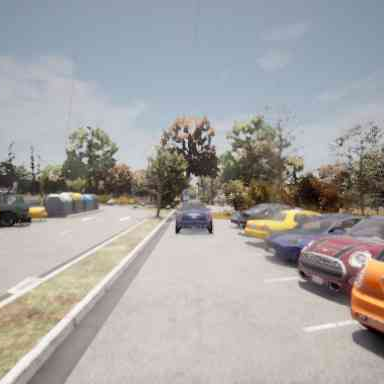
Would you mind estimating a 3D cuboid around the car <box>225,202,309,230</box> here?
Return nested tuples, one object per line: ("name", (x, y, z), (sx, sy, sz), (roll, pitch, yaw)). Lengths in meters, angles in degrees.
("car", (4.857, 1.495, 21.636), (4.892, 1.521, 2.231), (1, 0, -20))

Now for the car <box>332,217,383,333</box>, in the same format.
("car", (4.801, 1.362, 5.082), (4.553, 1.767, 2.185), (1, 0, -20))

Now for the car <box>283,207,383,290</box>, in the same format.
("car", (4.865, 1.364, 8.073), (4.553, 1.767, 2.185), (1, 0, -20))

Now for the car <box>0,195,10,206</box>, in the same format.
("car", (-33.364, 1.552, 57.877), (2.185, 1.767, 4.553), (1, -3, -19))

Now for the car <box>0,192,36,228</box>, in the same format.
("car", (-13.313, 1.215, 21.159), (5.566, 2.045, 2.435), (-1, 0, -20))

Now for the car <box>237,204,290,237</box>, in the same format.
("car", (5.014, 1.492, 14.917), (5.366, 1.575, 1.946), (1, 0, -20))

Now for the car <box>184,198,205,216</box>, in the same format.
("car", (0.327, 1.441, 33.810), (1.882, 1.535, 5.008), (0, 0, 3))

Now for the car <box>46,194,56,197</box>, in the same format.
("car", (-24.308, 1.425, 57.745), (2.435, 2.045, 5.566), (1, -3, -19))

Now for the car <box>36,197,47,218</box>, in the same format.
("car", (-13.447, 1.453, 24.134), (5.366, 1.575, 1.946), (-1, 1, -20))

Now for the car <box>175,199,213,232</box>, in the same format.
("car", (0.121, 1.363, 20.120), (2.097, 1.767, 4.553), (0, 0, 0))

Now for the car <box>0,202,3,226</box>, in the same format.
("car", (-13.301, 1.513, 18.158), (4.674, 1.452, 2.002), (-1, 0, -20))

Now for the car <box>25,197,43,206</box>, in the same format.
("car", (-27.312, 1.677, 57.761), (2.231, 1.521, 4.892), (1, -3, -19))

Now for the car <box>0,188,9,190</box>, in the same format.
("car", (-37.601, -0.072, 64.758), (4.553, 1.767, 2.097), (4, -2, 1))

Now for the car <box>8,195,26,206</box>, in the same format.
("car", (-30.327, 1.549, 57.773), (2.185, 1.767, 4.553), (1, -3, -19))

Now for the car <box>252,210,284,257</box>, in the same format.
("car", (4.812, 1.520, 11.442), (4.792, 1.488, 2.163), (1, 0, -20))

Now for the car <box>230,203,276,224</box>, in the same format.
("car", (4.840, 1.495, 18.242), (4.892, 1.521, 2.231), (1, 0, -20))
